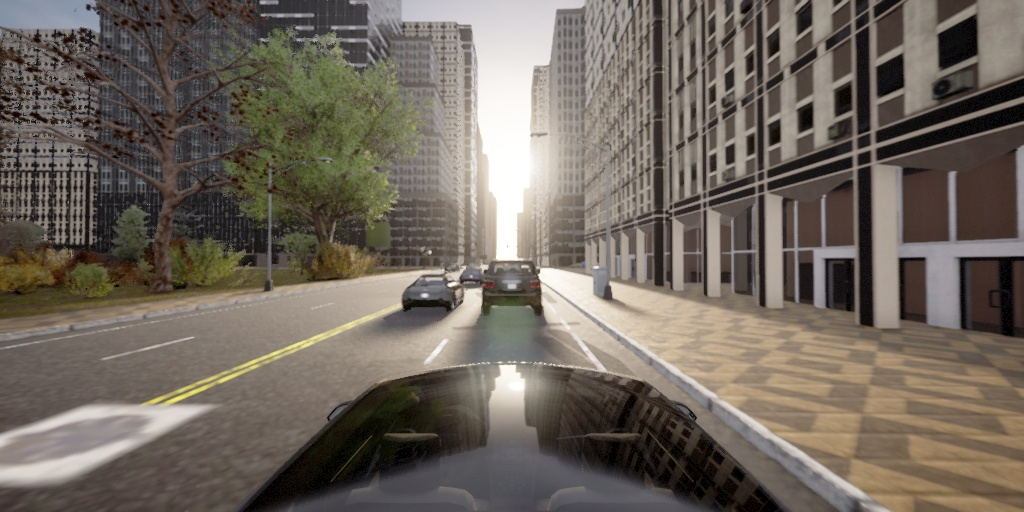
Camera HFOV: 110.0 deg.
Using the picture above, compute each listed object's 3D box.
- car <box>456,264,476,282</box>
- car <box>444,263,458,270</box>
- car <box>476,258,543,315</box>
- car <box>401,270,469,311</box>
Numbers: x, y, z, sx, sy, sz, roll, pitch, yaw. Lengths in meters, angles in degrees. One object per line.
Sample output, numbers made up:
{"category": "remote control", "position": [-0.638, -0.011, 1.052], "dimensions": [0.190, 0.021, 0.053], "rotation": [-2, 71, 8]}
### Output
{"category": "car", "position": [-3.224, 1.622, 30.355], "dimensions": [1.994, 1.385, 4.181], "rotation": [0, -1, 0]}
{"category": "car", "position": [-9.816, 1.931, 58.481], "dimensions": [2.128, 1.511, 4.902], "rotation": [0, -1, 0]}
{"category": "car", "position": [0.012, 1.105, 14.447], "dimensions": [2.150, 2.045, 5.566], "rotation": [0, 0, 0]}
{"category": "car", "position": [-3.226, 1.454, 15.309], "dimensions": [1.994, 1.385, 4.181], "rotation": [0, -1, 0]}
